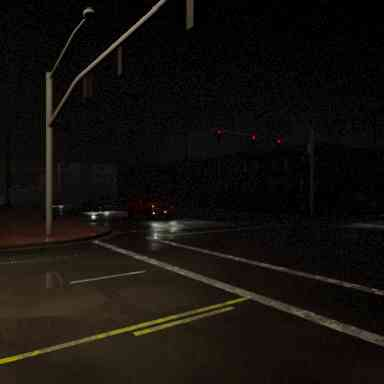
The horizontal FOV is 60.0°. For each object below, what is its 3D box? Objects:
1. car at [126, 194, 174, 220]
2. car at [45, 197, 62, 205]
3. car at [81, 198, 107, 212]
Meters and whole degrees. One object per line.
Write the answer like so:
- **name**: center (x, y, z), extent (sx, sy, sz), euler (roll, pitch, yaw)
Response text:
- **car**: center (-3.718, 1.222, 28.561), extent (2.150, 2.045, 5.566), euler (0, 0, -36)
- **car**: center (-23.362, 1.527, 56.081), extent (1.812, 1.442, 4.674), euler (0, 0, -35)
- **car**: center (-11.746, 1.499, 39.747), extent (1.837, 1.490, 4.892), euler (0, 2, -36)
